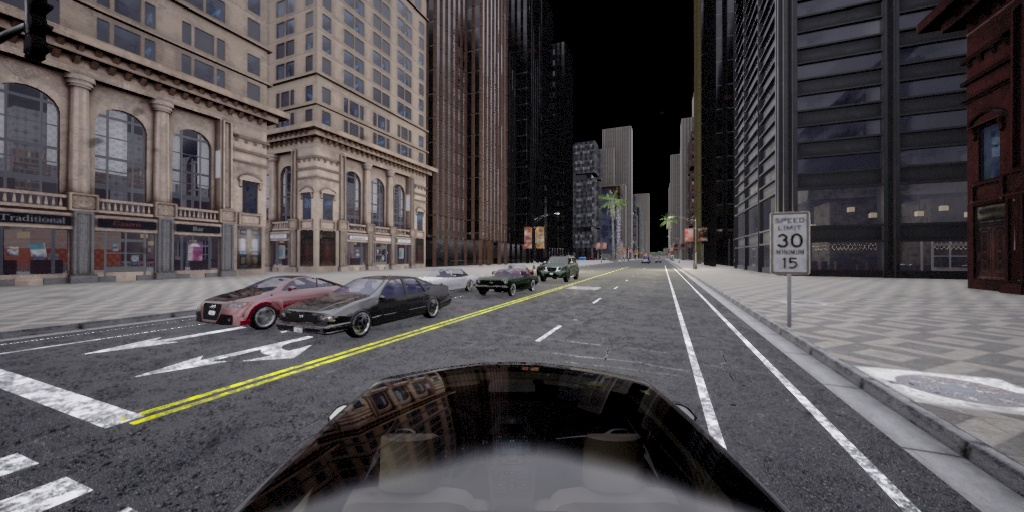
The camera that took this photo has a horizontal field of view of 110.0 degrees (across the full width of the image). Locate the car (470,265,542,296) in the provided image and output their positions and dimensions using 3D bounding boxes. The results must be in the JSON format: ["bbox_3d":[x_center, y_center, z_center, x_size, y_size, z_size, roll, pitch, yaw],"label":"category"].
[{"bbox_3d":[-0.151,1.358,19.486,1.895,1.301,4.718,0,0,23],"label":"car"}]

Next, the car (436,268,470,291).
[{"bbox_3d":[-3.736,1.357,19.345,1.895,1.301,4.718,0,0,23],"label":"car"}]

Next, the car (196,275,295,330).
[{"bbox_3d":[-7.121,1.315,11.264,1.994,1.385,4.181,0,0,23],"label":"car"}]

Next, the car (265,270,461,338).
[{"bbox_3d":[-3.861,1.299,10.644,2.033,1.411,5.357,0,0,23],"label":"car"}]

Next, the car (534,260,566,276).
[{"bbox_3d":[4.101,1.251,37.927,1.882,1.535,5.008,0,0,23],"label":"car"}]

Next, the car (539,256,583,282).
[{"bbox_3d":[3.990,0.987,29.349,2.150,2.045,5.566,0,0,23],"label":"car"}]
